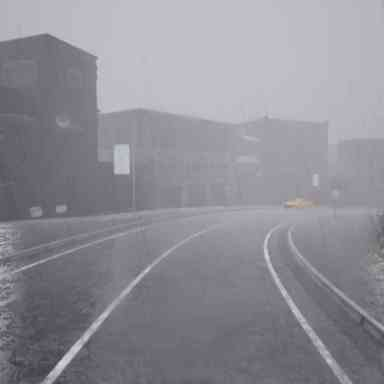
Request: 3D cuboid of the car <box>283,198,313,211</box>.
[{"bbox_3d":[13.321,1.559,41.763,5.008,1.535,1.882,2,2,-42],"label":"car"}]
